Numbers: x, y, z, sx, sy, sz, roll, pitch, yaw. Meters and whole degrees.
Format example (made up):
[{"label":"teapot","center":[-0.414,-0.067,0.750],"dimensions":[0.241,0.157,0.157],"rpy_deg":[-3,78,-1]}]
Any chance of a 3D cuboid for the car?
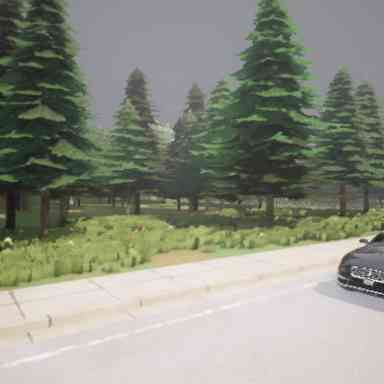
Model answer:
[{"label":"car","center":[5.381,1.521,7.824],"dimensions":[4.892,1.490,1.837],"rpy_deg":[1,0,-35]}]
